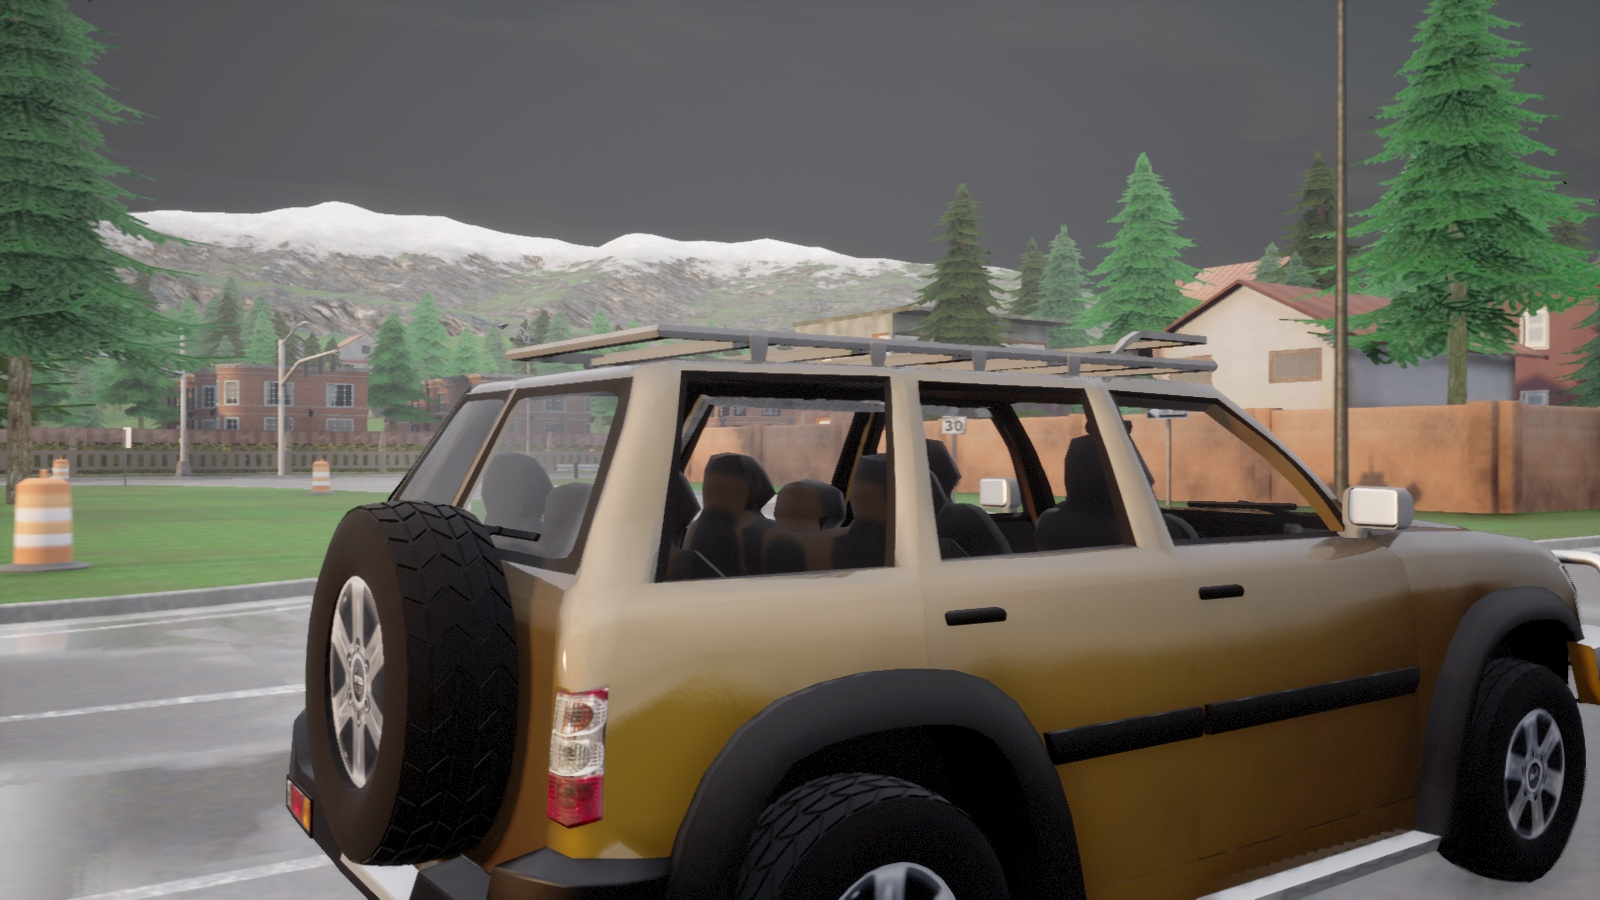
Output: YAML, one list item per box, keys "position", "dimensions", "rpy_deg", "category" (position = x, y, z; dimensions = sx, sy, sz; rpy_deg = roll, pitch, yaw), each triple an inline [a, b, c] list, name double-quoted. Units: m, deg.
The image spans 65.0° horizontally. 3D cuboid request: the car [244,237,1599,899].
- position: [0.805, 0.569, 4.225]
  dimensions: [4.605, 1.855, 1.932]
  rpy_deg: [0, 0, -35]
  category: "car"
